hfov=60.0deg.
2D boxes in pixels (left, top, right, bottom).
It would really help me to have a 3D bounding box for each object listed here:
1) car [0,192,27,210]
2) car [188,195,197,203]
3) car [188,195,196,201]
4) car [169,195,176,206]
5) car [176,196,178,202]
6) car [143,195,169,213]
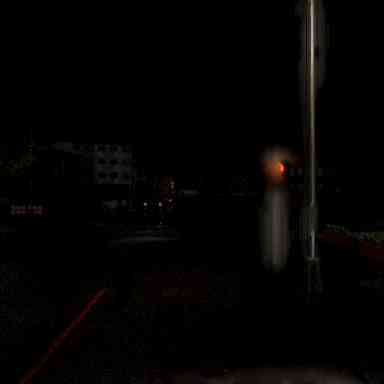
[{"bbox_3d":[-19.743,0.927,35.487,1.905,1.878,3.866,0,0,35],"label":"car"},{"bbox_3d":[0.028,1.437,66.705,2.033,1.411,5.357,0,0,0],"label":"car"},{"bbox_3d":[0.033,1.456,77.300,1.895,1.301,4.718,0,0,0],"label":"car"},{"bbox_3d":[-4.059,1.265,52.173,2.097,1.767,4.553,0,0,0],"label":"car"},{"bbox_3d":[-3.971,1.382,69.224,2.128,1.511,4.902,0,0,0],"label":"car"},{"bbox_3d":[-4.080,1.292,36.600,2.097,1.767,4.553,0,0,0],"label":"car"}]
